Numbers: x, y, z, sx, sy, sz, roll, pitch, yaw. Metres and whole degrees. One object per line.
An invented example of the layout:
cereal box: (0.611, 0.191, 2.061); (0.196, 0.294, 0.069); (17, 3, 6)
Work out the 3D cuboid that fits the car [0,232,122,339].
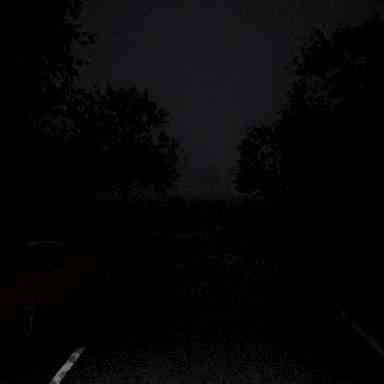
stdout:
car: (-3.152, 1.584, 6.785); (1.895, 1.301, 4.718); (0, 0, 9)
